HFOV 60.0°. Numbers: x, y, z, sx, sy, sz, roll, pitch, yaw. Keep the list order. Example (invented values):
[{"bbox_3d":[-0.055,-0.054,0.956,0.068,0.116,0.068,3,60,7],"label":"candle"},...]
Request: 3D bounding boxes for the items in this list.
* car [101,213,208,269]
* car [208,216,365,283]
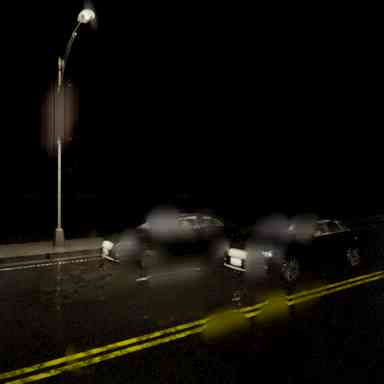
[{"bbox_3d":[-0.524,1.491,11.187,4.902,1.511,2.128,0,0,-35],"label":"car"},{"bbox_3d":[3.124,1.492,9.764,4.902,1.511,2.128,0,0,-35],"label":"car"}]
